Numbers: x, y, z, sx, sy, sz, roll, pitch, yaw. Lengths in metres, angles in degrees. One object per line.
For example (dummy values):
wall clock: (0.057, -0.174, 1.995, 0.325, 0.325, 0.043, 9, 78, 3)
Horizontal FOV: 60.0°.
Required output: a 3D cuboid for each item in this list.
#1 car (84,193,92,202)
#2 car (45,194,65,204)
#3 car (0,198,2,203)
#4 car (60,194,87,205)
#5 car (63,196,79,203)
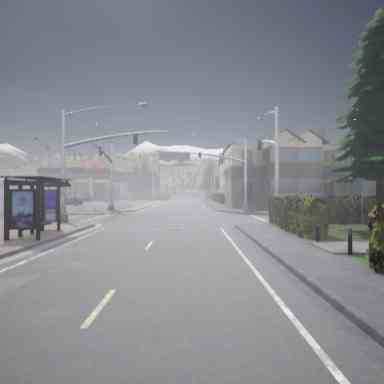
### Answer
car: (-22.626, 1.232, 70.858, 1.905, 1.878, 3.866, 0, 0, 0)
car: (-25.891, 1.251, 62.981, 1.932, 1.855, 4.605, 0, 0, 0)
car: (-38.349, 1.450, 63.659, 2.007, 1.523, 4.514, 0, 0, 0)
car: (-18.922, 1.450, 52.989, 2.007, 1.523, 4.514, 0, 0, 0)
car: (-25.952, 1.515, 71.460, 1.970, 1.475, 3.806, 0, 0, 0)
